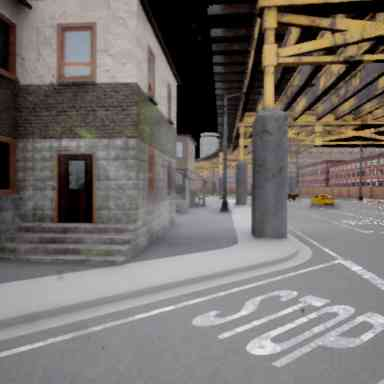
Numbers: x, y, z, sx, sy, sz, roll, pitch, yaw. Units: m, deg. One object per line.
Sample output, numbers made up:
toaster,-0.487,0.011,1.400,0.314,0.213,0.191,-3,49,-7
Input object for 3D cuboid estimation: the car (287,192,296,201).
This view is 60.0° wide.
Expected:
car,17.495,0.828,61.448,1.837,1.490,4.892,1,1,-10

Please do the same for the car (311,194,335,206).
car,17.022,1.022,43.371,1.882,1.535,5.008,0,1,6
